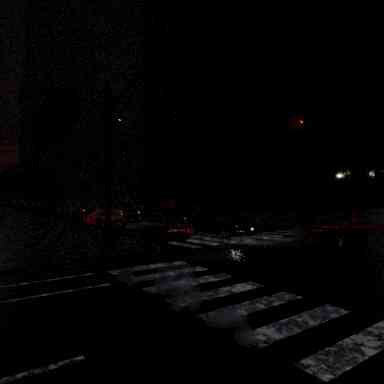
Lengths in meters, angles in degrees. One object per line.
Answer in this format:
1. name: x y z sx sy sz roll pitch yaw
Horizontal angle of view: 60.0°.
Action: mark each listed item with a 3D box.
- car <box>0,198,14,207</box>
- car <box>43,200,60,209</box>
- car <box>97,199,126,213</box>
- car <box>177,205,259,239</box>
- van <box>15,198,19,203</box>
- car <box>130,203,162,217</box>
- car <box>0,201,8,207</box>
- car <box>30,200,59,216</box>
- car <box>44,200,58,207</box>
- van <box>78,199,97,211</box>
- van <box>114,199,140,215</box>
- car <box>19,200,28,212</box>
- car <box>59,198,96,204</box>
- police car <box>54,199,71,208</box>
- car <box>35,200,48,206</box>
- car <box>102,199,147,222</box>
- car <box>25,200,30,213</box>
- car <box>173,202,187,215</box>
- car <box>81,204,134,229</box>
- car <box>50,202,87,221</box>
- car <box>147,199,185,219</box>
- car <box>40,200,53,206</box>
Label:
1. car: -41.294 2.667 73.662 1.887 1.381 4.507 -1 0 -35
2. car: -26.886 2.388 63.522 1.837 1.490 4.892 0 -1 -35
3. car: -11.191 1.876 46.051 2.192 1.841 5.009 -1 0 -35
4. car: 1.482 1.663 18.379 1.837 1.490 4.892 -1 -1 -38
5. van: -26.190 2.123 52.399 1.690 1.788 3.998 -1 0 -35
6. car: -5.302 2.005 37.751 1.802 1.307 4.206 -1 0 -35
7. car: -44.407 2.771 78.045 1.802 1.307 4.206 -1 0 -35
8. car: -17.701 1.901 40.451 2.192 1.841 5.009 -1 0 -35
9. car: -31.735 2.596 74.929 1.947 1.339 4.313 -1 0 -35
10. van: -17.074 2.038 54.352 1.690 1.788 3.998 -1 0 -35
11. van: -8.249 1.833 41.901 1.690 1.788 3.998 -1 0 -35
12. car: -23.358 2.157 48.416 1.967 1.590 4.097 -1 0 -35
13. car: -13.645 1.754 39.380 2.150 2.045 5.566 0 -1 -35
14. police car: -25.460 2.308 65.428 1.930 1.638 5.238 0 -1 -35
15. car: -37.762 2.711 83.411 2.008 1.369 4.403 -1 0 -35
16. car: -6.154 1.707 28.824 2.097 1.767 4.553 0 -1 -35
17. car: -20.526 2.196 44.434 1.887 1.381 4.507 -1 0 -35
18. car: 0.581 1.829 29.450 1.887 1.381 4.507 -1 0 -35
19. car: -6.279 1.844 24.381 1.752 1.417 4.829 -1 0 -35
20. car: -12.036 2.004 32.485 2.008 1.369 4.403 -1 0 -35
21. car: -2.366 1.669 33.601 2.192 1.841 5.009 -1 0 -35
22. car: -34.749 2.661 79.170 1.947 1.339 4.313 -1 0 -35
